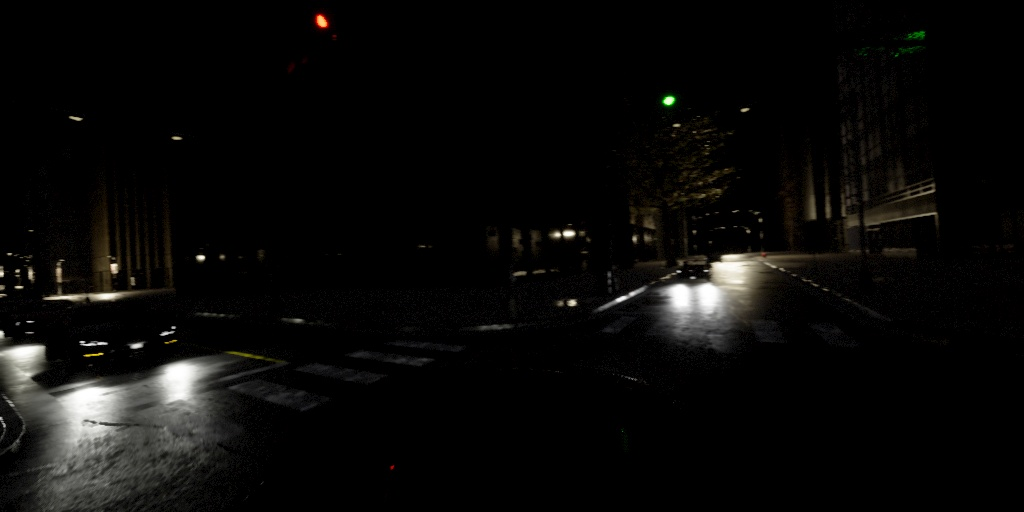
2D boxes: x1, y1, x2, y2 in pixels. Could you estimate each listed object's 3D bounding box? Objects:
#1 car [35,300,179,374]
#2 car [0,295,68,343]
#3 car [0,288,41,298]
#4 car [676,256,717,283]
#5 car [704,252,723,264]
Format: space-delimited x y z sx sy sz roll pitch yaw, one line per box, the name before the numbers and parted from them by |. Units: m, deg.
car | -10.929 2.009 9.730 4.892 1.490 1.837 -4 -1 32
car | -19.578 2.567 15.055 5.008 1.535 1.882 -4 -1 32
car | -28.649 2.923 20.646 5.566 2.045 2.150 -4 -1 32
car | 11.624 0.917 22.721 1.895 1.301 4.718 -4 -1 32
car | 26.065 0.220 46.283 1.882 1.535 5.008 -4 -1 32
